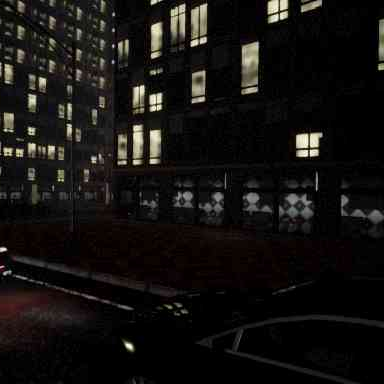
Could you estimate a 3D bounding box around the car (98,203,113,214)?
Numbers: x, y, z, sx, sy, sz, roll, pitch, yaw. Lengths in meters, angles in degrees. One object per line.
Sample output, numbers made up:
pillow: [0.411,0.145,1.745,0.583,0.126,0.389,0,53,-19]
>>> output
car: [-8.871,1.828,39.768,1.752,1.417,4.829,1,0,36]

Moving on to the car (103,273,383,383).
car: [1.327,1.491,2.734,4.902,1.511,2.128,0,0,35]

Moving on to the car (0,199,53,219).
car: [-15.654,1.518,30.546,2.192,1.841,5.009,1,0,36]

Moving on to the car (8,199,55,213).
car: [-19.166,1.641,39.915,1.752,1.417,4.829,1,0,36]

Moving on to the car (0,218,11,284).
car: [-6.356,1.487,8.188,4.902,1.511,2.128,0,0,36]
